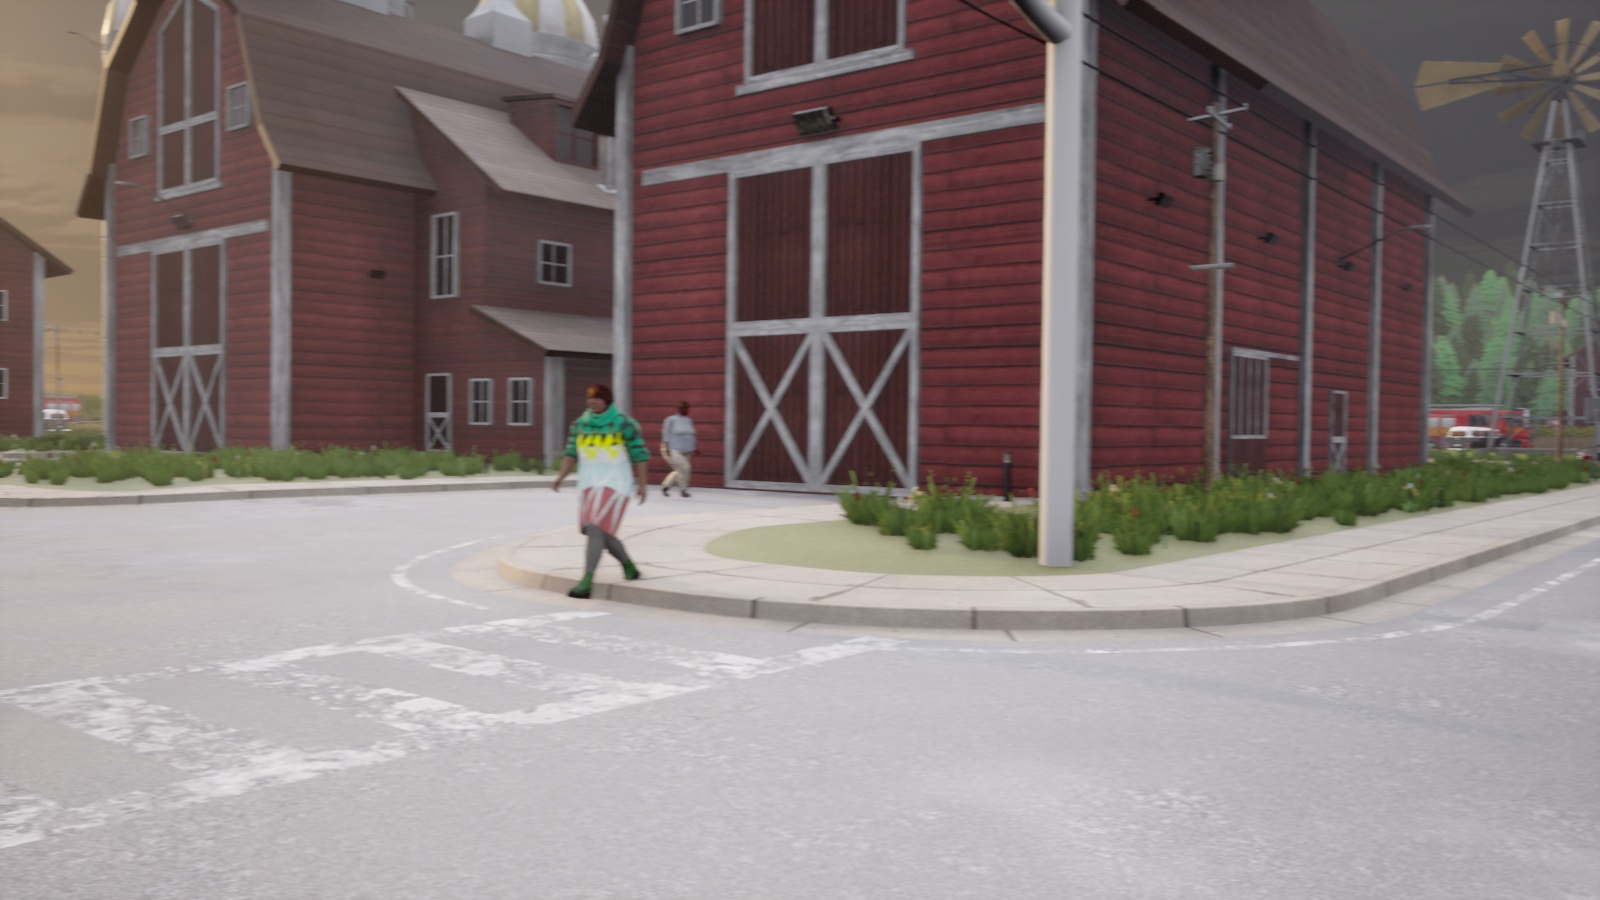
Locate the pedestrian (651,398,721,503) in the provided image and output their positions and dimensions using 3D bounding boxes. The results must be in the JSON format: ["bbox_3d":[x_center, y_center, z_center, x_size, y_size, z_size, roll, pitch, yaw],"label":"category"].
[{"bbox_3d":[-2.078,-0.003,22.902,0.900,1.855,0.874,0,1,40],"label":"pedestrian"}]

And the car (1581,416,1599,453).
[{"bbox_3d":[38.130,-0.704,56.418,4.856,1.649,2.033,0,2,22],"label":"car"}]

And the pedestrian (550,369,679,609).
[{"bbox_3d":[-1.575,0.309,10.726,0.659,1.952,0.873,0,1,31],"label":"pedestrian"}]
